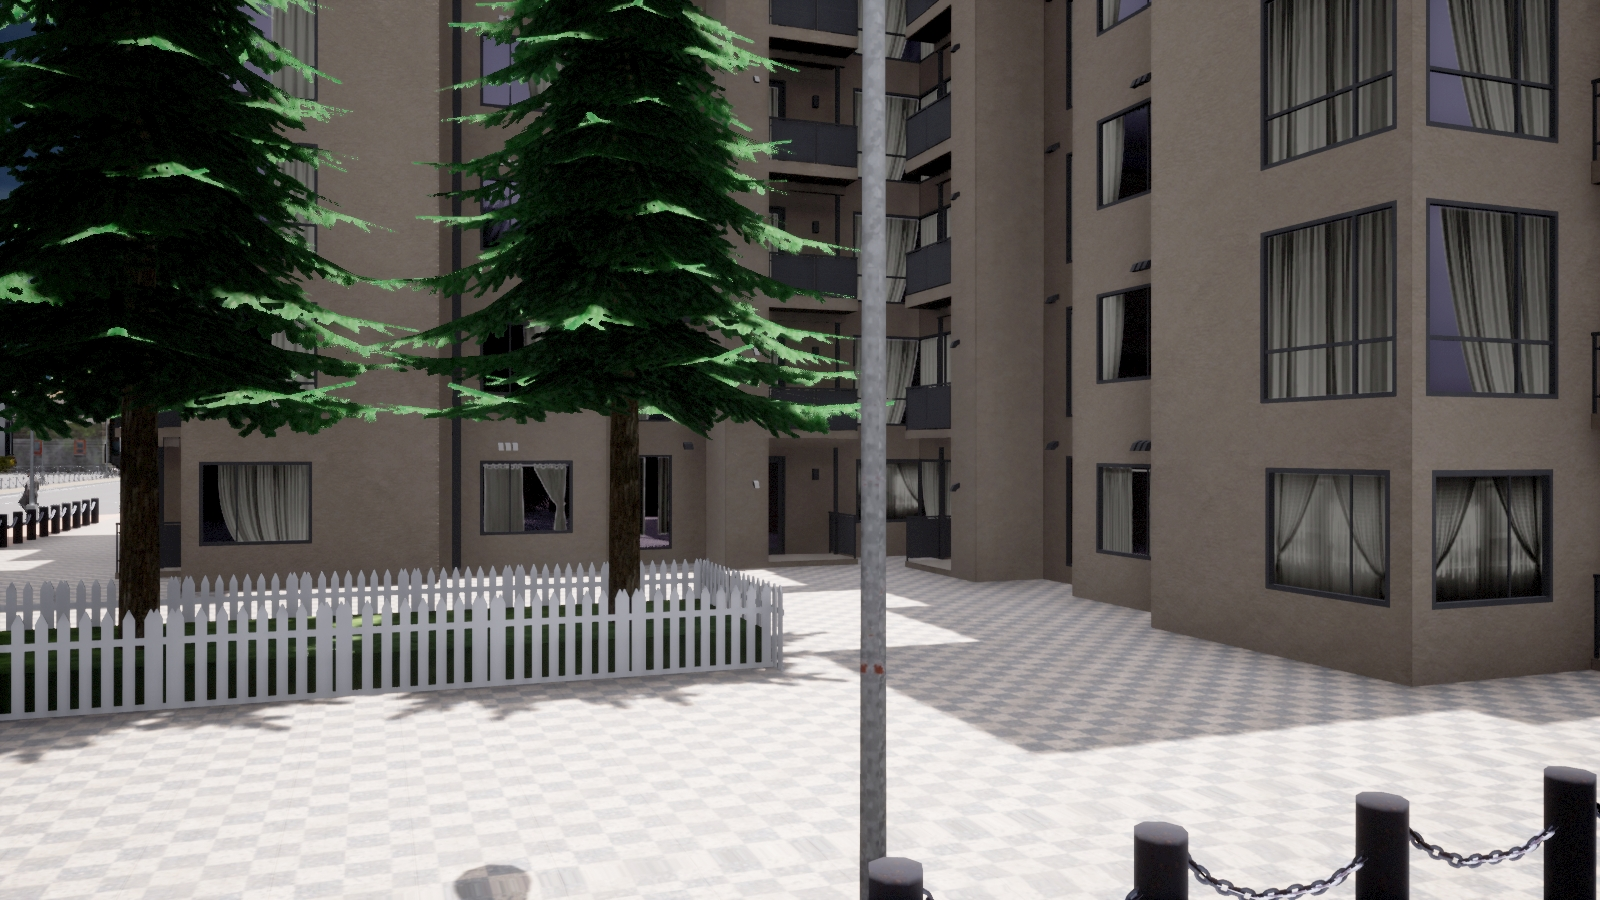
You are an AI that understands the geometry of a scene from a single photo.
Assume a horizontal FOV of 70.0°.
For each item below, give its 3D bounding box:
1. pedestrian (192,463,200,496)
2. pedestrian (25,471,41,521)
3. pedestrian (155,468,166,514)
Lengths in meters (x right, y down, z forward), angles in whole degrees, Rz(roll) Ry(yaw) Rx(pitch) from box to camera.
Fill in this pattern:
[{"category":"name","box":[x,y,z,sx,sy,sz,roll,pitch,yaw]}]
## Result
[{"category":"pedestrian","box":[-34.220,1.671,64.733,0.375,1.860,0.375,0,0,-25]},{"category":"pedestrian","box":[-28.780,1.706,42.876,0.375,1.860,0.375,0,0,0]},{"category":"pedestrian","box":[-26.329,1.678,47.046,0.375,1.860,0.375,0,0,-29]}]
